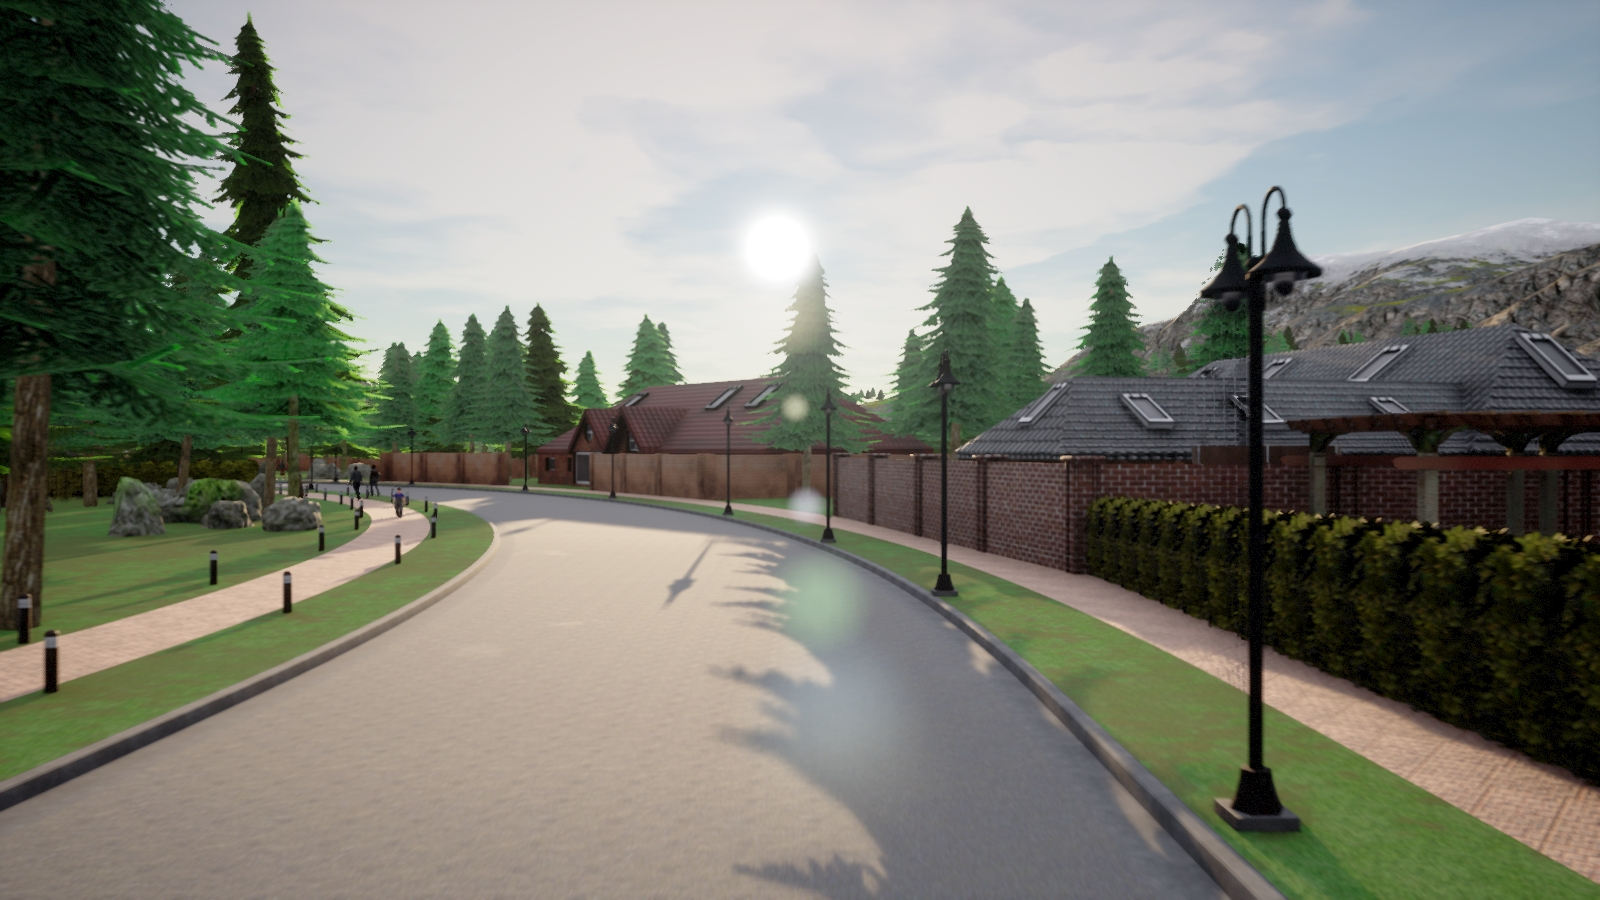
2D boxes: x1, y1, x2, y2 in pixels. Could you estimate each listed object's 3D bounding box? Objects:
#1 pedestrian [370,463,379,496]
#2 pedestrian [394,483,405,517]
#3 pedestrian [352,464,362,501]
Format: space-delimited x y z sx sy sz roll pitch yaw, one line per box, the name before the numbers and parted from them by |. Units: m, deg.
pedestrian | -23.846 1.664 64.018 0.375 1.860 0.375 0 0 40
pedestrian | -15.500 1.944 44.234 0.375 1.300 0.375 0 0 -16
pedestrian | -22.707 1.664 58.592 0.375 1.860 0.375 0 0 -43
